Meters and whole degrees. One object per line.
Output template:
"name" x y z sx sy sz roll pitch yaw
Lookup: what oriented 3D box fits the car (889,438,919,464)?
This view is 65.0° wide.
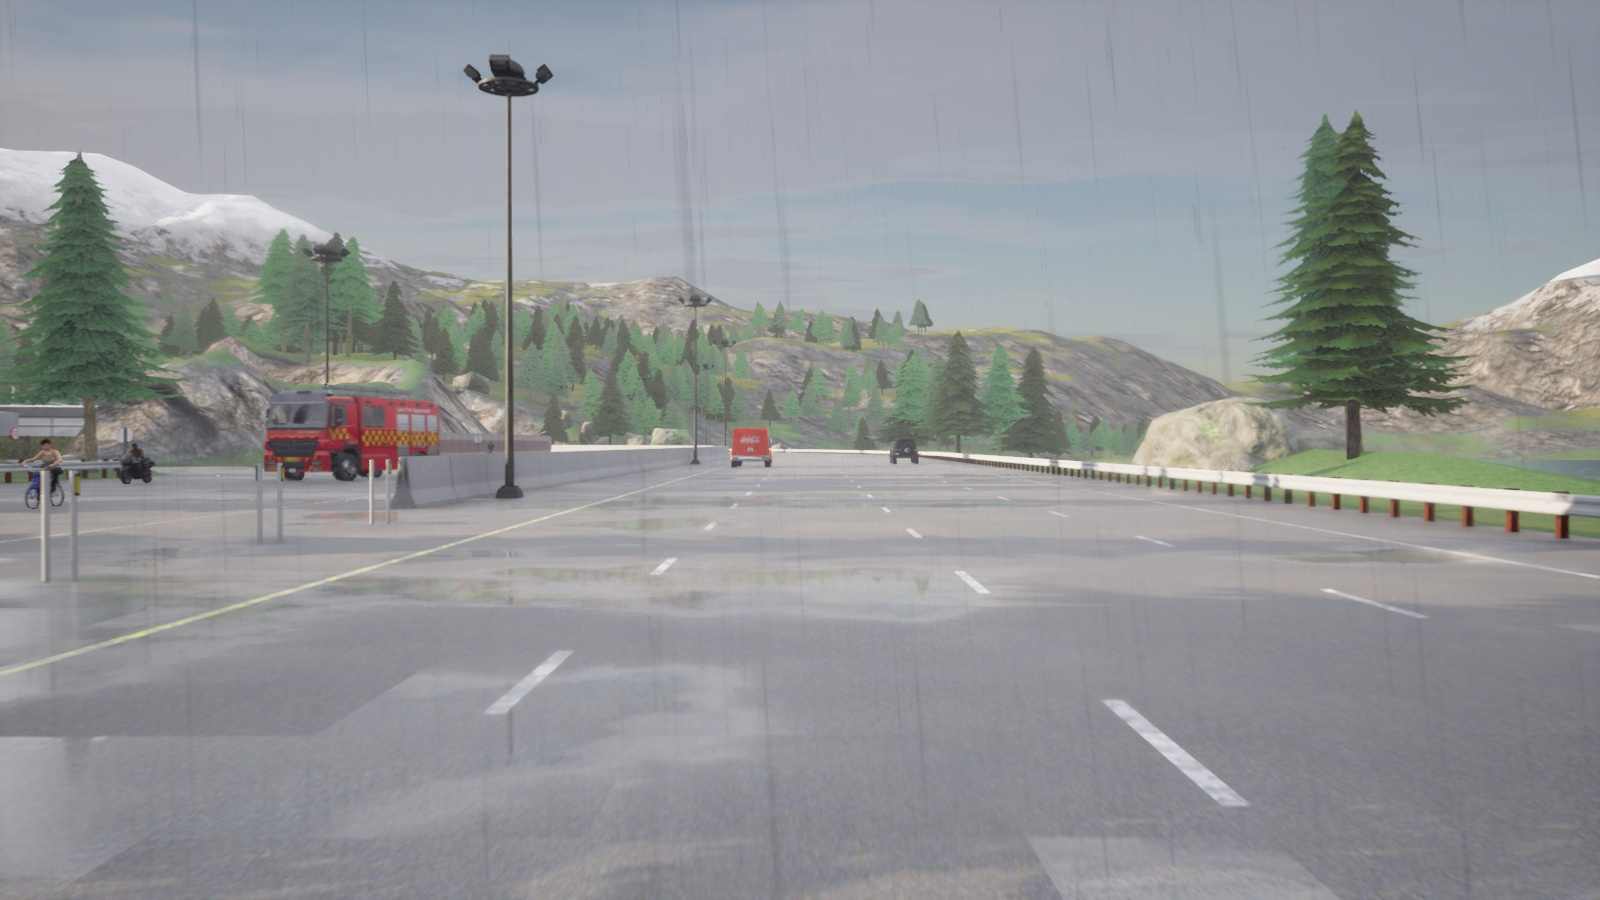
"car" 7.536 0.051 91.228 1.905 1.878 3.866 0 1 0

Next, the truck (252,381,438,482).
"truck" -18.478 -0.716 51.754 2.891 3.827 8.468 0 0 15

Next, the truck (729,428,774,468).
"truck" -3.028 -0.176 79.898 2.627 2.467 5.204 0 1 0

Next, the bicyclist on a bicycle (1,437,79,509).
"bicyclist on a bicycle" -17.398 0.512 28.794 0.866 1.612 1.509 0 1 -1

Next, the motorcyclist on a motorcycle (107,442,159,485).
"motorcyclist on a motorcycle" -24.224 0.460 45.677 0.797 1.523 2.044 0 0 0
